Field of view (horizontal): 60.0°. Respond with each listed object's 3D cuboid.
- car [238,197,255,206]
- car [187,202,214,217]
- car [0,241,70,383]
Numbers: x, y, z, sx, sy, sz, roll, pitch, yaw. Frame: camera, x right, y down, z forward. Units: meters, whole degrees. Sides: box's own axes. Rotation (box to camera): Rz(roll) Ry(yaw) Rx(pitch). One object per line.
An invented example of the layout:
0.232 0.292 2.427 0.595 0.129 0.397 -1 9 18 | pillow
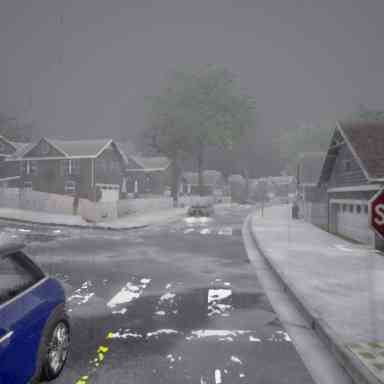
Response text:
9.112 1.553 55.552 1.994 1.385 4.181 0 0 23 | car
0.861 1.590 30.444 1.994 1.385 4.181 0 1 12 | car
-2.670 1.352 2.430 2.097 1.767 4.553 0 0 1 | car
